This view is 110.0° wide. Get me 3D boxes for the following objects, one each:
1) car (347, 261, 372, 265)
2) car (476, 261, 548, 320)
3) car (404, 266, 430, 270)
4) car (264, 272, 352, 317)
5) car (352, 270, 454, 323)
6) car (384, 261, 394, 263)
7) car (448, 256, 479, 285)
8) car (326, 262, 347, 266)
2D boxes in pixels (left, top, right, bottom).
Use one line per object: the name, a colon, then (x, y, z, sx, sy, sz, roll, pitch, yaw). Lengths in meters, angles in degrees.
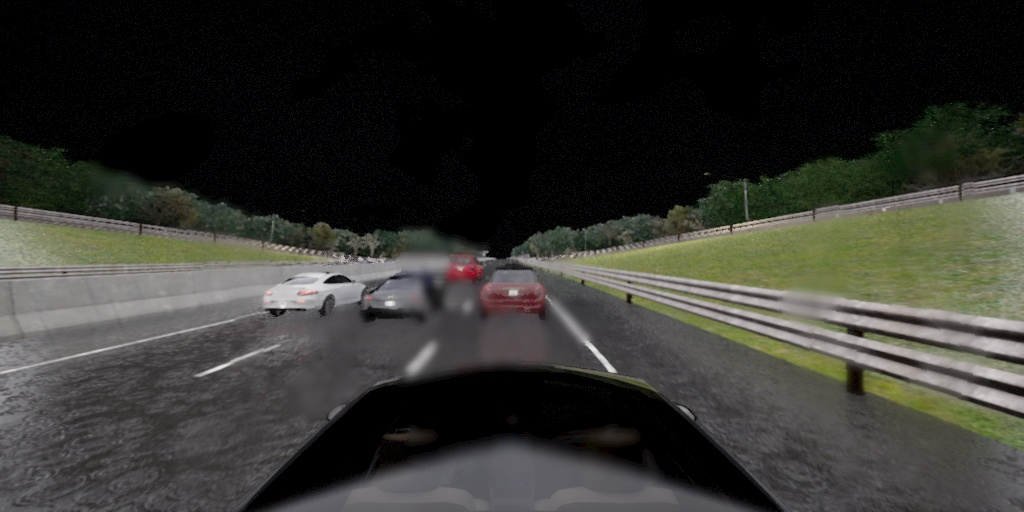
car: (-21.445, 1.412, 52.018, 2.033, 1.411, 5.357, 0, 0, -1)
car: (0.072, 1.118, 12.793, 2.097, 1.767, 4.553, 0, 0, 0)
car: (-6.934, 1.403, 26.613, 1.895, 1.301, 4.718, 0, 0, 0)
car: (-6.928, 1.294, 13.172, 1.812, 1.442, 4.674, 0, 0, 0)
car: (-3.431, 1.329, 12.183, 1.994, 1.385, 4.181, 0, 0, 0)
car: (-17.962, 1.431, 52.585, 1.994, 1.385, 4.181, 0, 0, -1)
car: (-3.431, 1.026, 27.000, 2.150, 2.045, 5.566, 0, 0, 0)
car: (-24.934, 1.463, 51.685, 1.895, 1.301, 4.718, 0, 0, -1)
